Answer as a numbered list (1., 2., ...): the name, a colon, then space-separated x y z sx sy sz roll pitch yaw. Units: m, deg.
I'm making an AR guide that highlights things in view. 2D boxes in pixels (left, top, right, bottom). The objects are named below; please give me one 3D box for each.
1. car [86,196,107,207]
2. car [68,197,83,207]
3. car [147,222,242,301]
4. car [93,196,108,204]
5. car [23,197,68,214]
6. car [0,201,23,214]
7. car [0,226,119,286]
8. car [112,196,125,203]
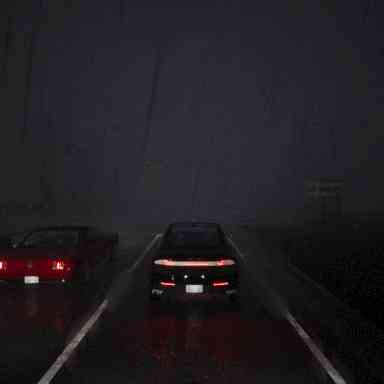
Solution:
1. car: -15.046 1.564 52.181 1.994 1.385 4.181 0 0 0
2. car: -18.547 1.505 52.216 1.837 1.490 4.892 0 0 0
3. car: 0.064 1.492 8.291 2.128 1.511 4.902 0 0 1
4. car: -18.445 1.524 67.259 1.812 1.442 4.674 0 0 0
5. car: -15.073 1.352 34.558 2.097 1.767 4.553 0 0 0
6. car: -18.573 1.601 35.158 1.895 1.301 4.718 0 0 0
7. car: -3.427 1.601 9.379 1.895 1.301 4.718 0 0 0
8. car: -14.944 1.503 67.856 1.837 1.490 4.892 0 0 0
